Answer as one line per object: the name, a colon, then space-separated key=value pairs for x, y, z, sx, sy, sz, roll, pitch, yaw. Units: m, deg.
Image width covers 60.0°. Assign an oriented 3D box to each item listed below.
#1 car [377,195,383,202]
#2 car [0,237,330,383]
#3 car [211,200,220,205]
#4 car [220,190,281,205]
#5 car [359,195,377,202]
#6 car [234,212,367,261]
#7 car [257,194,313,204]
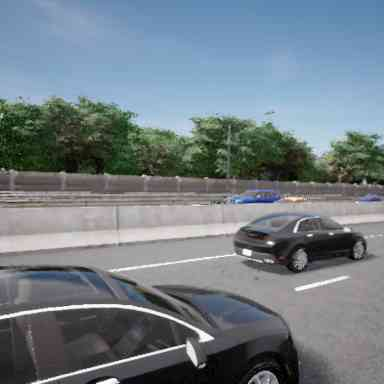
car: x=30.500 y=1.351 z=50.451 sx=4.181 sy=1.385 sz=1.994 roll=1 pitch=1 yaw=-34
car: x=-1.123 y=1.420 z=2.803 sx=4.892 sy=1.490 sz=1.837 roll=1 pitch=1 yaw=-35
car: x=4.096 y=1.098 z=31.990 sx=4.718 sy=1.301 sz=1.895 roll=1 pitch=1 yaw=-35
car: x=5.507 y=0.815 z=28.705 sx=5.566 sy=2.045 sz=2.150 roll=1 pitch=1 yaw=-35
car: x=28.904 y=1.175 z=53.586 sx=5.008 sy=1.535 sz=1.882 roll=1 pitch=1 yaw=-35
car: x=3.464 y=1.385 z=10.242 sx=4.892 sy=1.490 sz=1.837 roll=1 pitch=1 yaw=-35
car: x=7.756 y=1.166 z=26.013 sx=5.008 sy=1.535 sz=1.882 roll=1 pitch=1 yaw=-35
